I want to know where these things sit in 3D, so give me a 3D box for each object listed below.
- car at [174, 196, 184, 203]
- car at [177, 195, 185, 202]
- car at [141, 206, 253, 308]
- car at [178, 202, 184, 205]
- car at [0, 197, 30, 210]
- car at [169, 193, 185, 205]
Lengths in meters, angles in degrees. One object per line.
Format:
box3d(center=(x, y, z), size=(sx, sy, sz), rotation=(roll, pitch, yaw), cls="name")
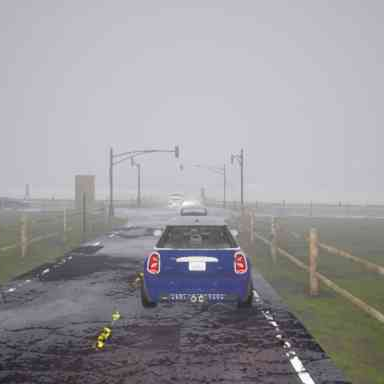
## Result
box3d(center=(-2.735, 1.613, 69.928), size=(1.895, 1.301, 4.718), rotation=(0, 0, 0), cls="car")
box3d(center=(-2.701, 1.547, 80.270), size=(1.812, 1.442, 4.674), rotation=(0, 0, 0), cls="car")
box3d(center=(0.096, 1.353, 8.096), size=(2.097, 1.767, 4.553), rotation=(0, 0, 0), cls="car")
box3d(center=(0.091, 1.507, 17.262), size=(1.837, 1.490, 4.892), rotation=(0, 0, 0), cls="car")
box3d(center=(-20.083, 1.215, 36.379), size=(4.181, 1.385, 1.994), rotation=(1, 0, 0), cls="car")
box3d(center=(-2.839, 1.235, 59.906), size=(2.150, 2.045, 5.566), rotation=(0, 0, 0), cls="car")
